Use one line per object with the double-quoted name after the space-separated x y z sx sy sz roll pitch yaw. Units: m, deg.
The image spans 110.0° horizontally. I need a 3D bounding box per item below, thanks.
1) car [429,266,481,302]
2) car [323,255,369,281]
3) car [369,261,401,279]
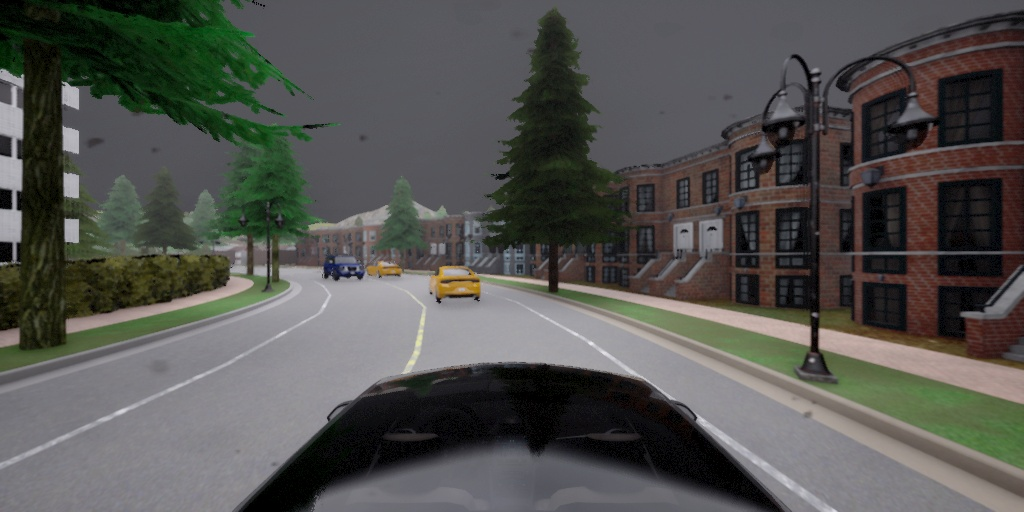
-2.827 1.221 17.044 1.882 1.535 5.008 0 0 -18 "car"
-14.247 0.971 30.193 2.150 2.045 5.566 0 0 -40 "car"
-11.890 1.223 33.037 1.882 1.535 5.008 0 0 -39 "car"
